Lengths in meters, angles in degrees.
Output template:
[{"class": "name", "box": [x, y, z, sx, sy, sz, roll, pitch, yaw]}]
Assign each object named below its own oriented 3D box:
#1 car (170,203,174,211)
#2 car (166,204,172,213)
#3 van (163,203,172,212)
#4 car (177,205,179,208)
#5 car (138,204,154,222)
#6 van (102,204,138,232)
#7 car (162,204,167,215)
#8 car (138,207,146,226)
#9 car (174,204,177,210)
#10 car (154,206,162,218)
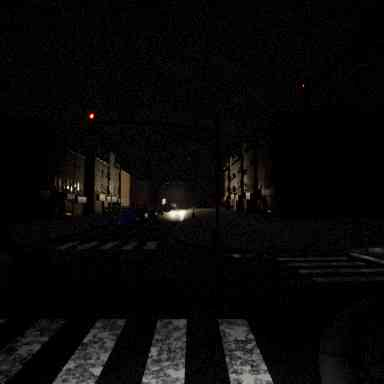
[{"class": "car", "box": [-5.529, 3.418, 69.759, 1.967, 1.590, 4.097, 1, -2, 0]}, {"class": "car", "box": [-5.517, 3.344, 64.469, 1.887, 1.381, 4.507, 1, -2, 0]}, {"class": "van", "box": [-5.542, 3.501, 75.050, 1.690, 1.788, 3.998, 1, -2, 0]}, {"class": "car", "box": [-5.586, 4.041, 90.911, 2.192, 1.841, 5.009, 1, -2, 0]}, {"class": "car", "box": [-5.420, 2.120, 32.749, 2.192, 1.841, 5.009, 2, -2, 0]}, {"class": "van", "box": [-5.398, 1.905, 24.446, 1.690, 1.788, 3.998, 2, -2, 0]}, {"class": "car", "box": [-5.488, 3.035, 53.893, 1.802, 1.307, 4.206, 2, -2, 0]}, {"class": "car", "box": [-5.414, 2.210, 27.759, 2.008, 1.369, 4.403, 2, -2, 0]}, {"class": "car", "box": [-5.576, 4.085, 85.617, 2.008, 1.369, 4.403, 1, -2, 0]}, {"class": "car", "box": [-5.457, 2.666, 43.318, 1.887, 1.381, 4.507, 2, -2, 0]}]
